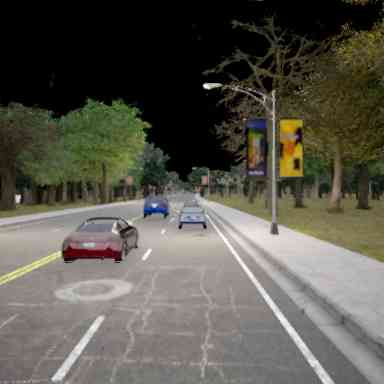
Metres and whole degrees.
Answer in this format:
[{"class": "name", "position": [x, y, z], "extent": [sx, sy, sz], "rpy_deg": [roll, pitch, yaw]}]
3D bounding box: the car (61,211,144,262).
[{"class": "car", "position": [-3.180, 1.607, 12.276], "extent": [1.994, 1.385, 4.181], "rpy_deg": [0, 0, 0]}]

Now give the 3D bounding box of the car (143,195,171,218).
[{"class": "car", "position": [-3.280, 1.334, 31.542], "extent": [2.150, 2.045, 5.566], "rpy_deg": [0, 0, 0]}]

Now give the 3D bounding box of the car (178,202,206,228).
[{"class": "car", "position": [0.024, 1.628, 22.977], "extent": [2.033, 1.411, 5.357], "rpy_deg": [0, 0, 0]}]

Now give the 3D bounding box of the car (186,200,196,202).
[{"class": "car", "position": [-0.113, 1.718, 41.924], "extent": [1.994, 1.385, 4.181], "rpy_deg": [0, 0, -1]}]
